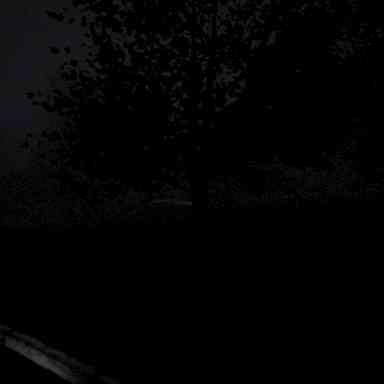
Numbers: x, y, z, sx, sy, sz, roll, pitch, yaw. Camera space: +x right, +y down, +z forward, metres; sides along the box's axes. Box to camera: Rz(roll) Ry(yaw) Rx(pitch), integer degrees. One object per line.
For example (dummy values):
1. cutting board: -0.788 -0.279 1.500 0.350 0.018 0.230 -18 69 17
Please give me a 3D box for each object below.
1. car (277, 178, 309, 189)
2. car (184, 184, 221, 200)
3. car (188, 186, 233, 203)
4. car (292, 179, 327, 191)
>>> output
1. car: 15.281 -1.110 49.567 5.566 2.045 2.150 -3 3 -25
2. car: 1.652 0.007 42.120 5.566 2.045 2.150 -3 3 -32
3. car: 2.447 0.435 38.463 4.892 1.490 1.837 -3 3 -32
4. car: 16.797 -0.629 46.423 4.674 1.442 1.812 -3 3 -25
